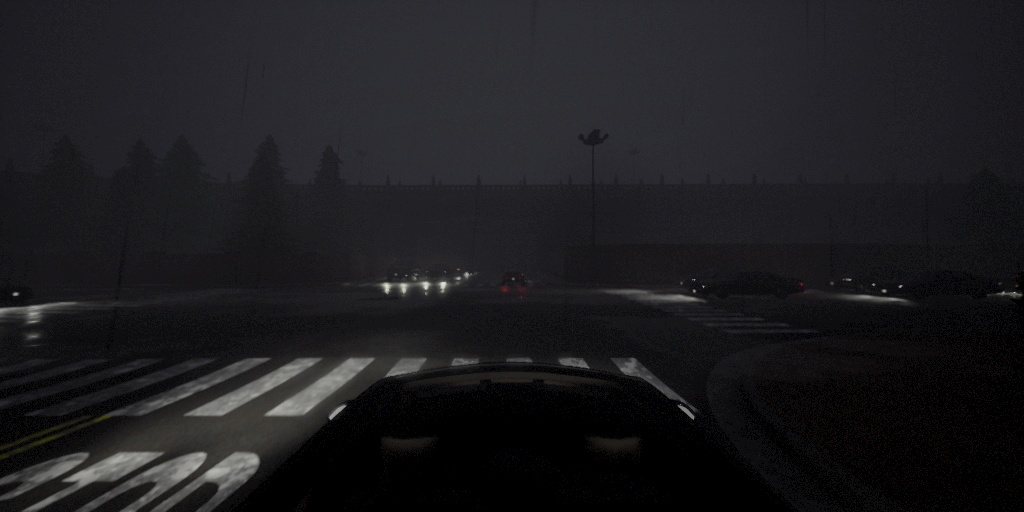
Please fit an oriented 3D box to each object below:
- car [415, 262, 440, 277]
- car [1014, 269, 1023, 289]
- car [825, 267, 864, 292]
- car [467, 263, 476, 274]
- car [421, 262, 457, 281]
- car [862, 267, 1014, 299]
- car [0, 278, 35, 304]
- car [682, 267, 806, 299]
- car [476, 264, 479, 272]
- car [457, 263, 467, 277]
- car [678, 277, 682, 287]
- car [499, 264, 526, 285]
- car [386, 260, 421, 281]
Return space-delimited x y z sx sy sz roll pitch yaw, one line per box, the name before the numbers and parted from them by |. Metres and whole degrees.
car | -10.601 1.650 45.209 2.097 1.767 4.553 0 -1 0
car | 32.526 1.521 22.447 4.181 1.385 1.994 0 -1 -1
car | 22.465 1.448 22.428 4.902 1.511 2.128 0 -1 0
car | -7.063 1.972 53.905 1.994 1.385 4.181 0 -1 1
car | -7.102 1.524 35.209 2.097 1.767 4.553 0 -1 0
car | 22.289 1.460 18.928 5.357 1.411 2.033 0 -1 0
car | -23.369 1.367 15.103 4.892 1.490 1.837 0 -1 -1
car | 12.260 1.459 18.910 5.357 1.411 2.033 0 -1 0
car | -7.018 2.013 64.001 1.882 1.535 5.008 0 -1 0
car | -7.122 1.636 44.070 2.097 1.767 4.553 0 -1 -2
car | 13.060 1.448 22.436 4.902 1.511 2.128 0 -1 0
car | 0.105 1.639 30.416 1.812 1.442 4.674 0 -1 0
car | -10.600 1.398 35.549 2.150 2.045 5.566 0 -1 0
